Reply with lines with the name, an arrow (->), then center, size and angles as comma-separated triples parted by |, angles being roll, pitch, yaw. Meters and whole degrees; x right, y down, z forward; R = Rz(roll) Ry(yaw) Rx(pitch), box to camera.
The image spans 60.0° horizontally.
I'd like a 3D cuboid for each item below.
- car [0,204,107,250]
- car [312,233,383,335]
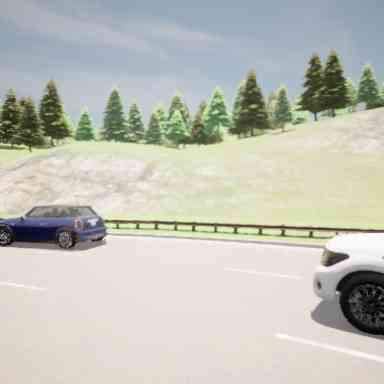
car -> -5.947, 1.291, 13.956 | 4.553, 1.767, 2.097 | 0, 1, 19
car -> 4.748, 1.138, 4.861 | 5.566, 2.045, 2.150 | 0, 1, 36
